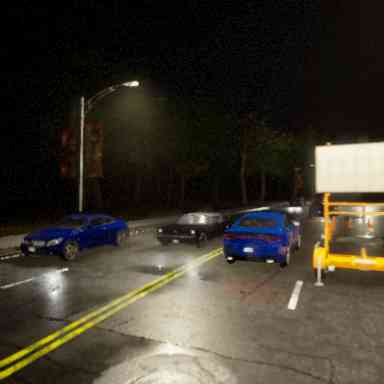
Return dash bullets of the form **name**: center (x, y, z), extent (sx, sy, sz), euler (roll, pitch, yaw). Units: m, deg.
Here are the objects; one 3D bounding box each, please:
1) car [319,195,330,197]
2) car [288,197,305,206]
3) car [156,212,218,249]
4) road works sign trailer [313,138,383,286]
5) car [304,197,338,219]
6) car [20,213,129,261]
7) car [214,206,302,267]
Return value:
- **car**: center (20.974, 1.297, 52.879), extent (2.097, 1.767, 4.553), euler (-1, 0, 29)
- **car**: center (16.122, 1.477, 50.868), extent (2.128, 1.511, 4.902), euler (-1, 0, 29)
- **car**: center (0.294, 1.613, 14.920), extent (1.895, 1.301, 4.718), euler (-1, 0, 25)
- **road works sign trailer**: center (4.537, 0.433, 8.790), extent (2.380, 3.560, 2.880), euler (0, 0, 26)
- **car**: center (11.137, 1.421, 28.117), extent (1.882, 1.535, 5.008), euler (-1, 0, 29)
- **car**: center (-4.209, 1.568, 12.783), extent (1.812, 1.442, 4.674), euler (-1, 0, 23)
- **car**: center (2.584, 1.465, 11.567), extent (1.882, 1.535, 5.008), euler (-1, 0, 24)
